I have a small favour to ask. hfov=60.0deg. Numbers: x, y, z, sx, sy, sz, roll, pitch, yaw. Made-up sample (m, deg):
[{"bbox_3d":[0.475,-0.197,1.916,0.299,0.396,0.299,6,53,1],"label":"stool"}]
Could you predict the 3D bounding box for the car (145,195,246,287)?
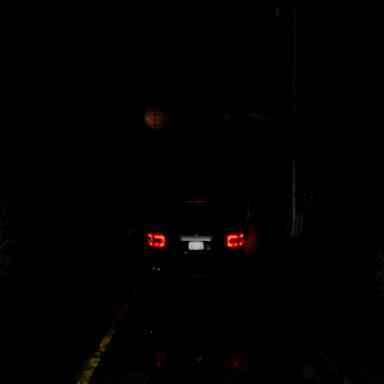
[{"bbox_3d":[0.080,1.082,9.055,2.150,2.045,5.566,0,1,0],"label":"car"}]
